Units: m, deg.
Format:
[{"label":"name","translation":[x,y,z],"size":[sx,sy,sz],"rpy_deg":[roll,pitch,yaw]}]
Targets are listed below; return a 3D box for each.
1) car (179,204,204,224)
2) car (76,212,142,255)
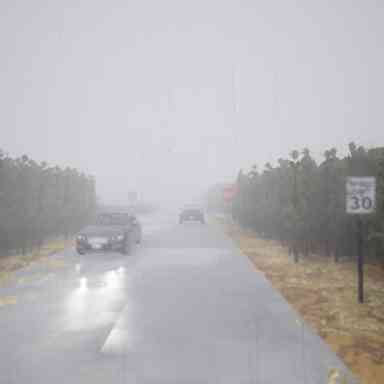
[{"label":"car","translation":[-0.028,1.682,26.219],"size":[1.812,1.442,4.674],"rpy_deg":[0,-1,0]},{"label":"car","translation":[-3.246,1.594,13.778],"size":[2.128,1.511,4.902],"rpy_deg":[0,0,0]}]
